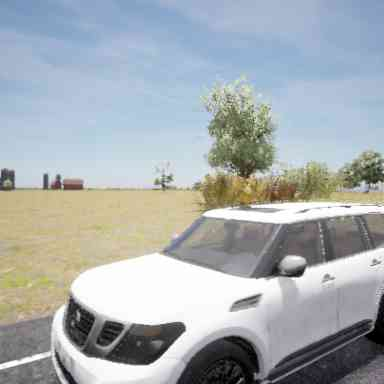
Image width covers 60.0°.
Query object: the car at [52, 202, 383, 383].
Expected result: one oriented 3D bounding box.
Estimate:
[{"bbox_3d":[1.053,1.208,4.744,5.566,2.045,2.150,0,0,-35],"label":"car"}]
